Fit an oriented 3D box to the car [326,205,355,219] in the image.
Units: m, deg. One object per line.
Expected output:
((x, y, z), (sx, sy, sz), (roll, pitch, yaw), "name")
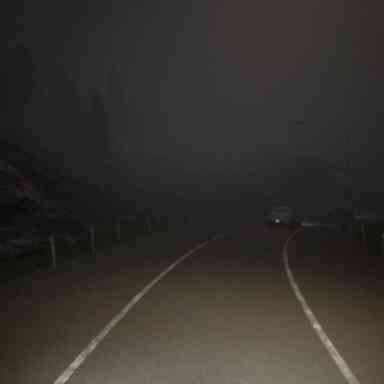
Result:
((17.268, 2.226, 38.482), (4.902, 1.511, 2.128), (2, 2, -44), "car")

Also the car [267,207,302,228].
((7.079, 1.845, 25.229), (1.812, 1.442, 4.674), (2, 0, 29), "car")
